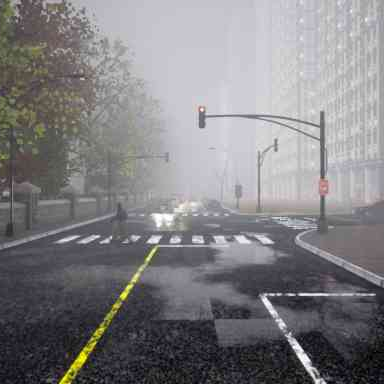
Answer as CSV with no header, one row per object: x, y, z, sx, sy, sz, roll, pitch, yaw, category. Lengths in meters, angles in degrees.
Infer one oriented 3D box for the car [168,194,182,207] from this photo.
-2.954,1.504,49.270,1.882,1.535,5.008,0,0,0,car

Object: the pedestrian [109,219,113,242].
-3.488,1.675,15.350,0.500,1.100,0.500,0,0,0,pedestrian

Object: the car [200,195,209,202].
2.904,1.501,76.573,1.967,1.590,4.097,0,0,0,car

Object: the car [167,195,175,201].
-5.446,1.625,87.860,1.887,1.381,4.507,0,0,0,car

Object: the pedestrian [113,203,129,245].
-3.025,1.297,14.151,0.375,1.860,0.375,0,0,0,pedestrian

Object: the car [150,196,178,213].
-2.995,1.508,36.877,2.128,1.511,4.902,0,0,0,car

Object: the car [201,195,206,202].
2.841,1.597,54.043,1.947,1.339,4.313,0,0,0,car

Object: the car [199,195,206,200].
2.950,1.641,93.469,2.008,1.369,4.403,0,0,0,car

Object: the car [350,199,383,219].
14.880,1.262,25.956,4.674,1.442,1.812,-1,0,0,car

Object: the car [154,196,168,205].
-5.523,1.477,59.699,1.967,1.590,4.097,0,0,0,car

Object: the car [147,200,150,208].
-5.555,1.607,48.433,1.802,1.307,4.206,0,0,0,car

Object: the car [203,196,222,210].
2.810,1.586,42.778,1.947,1.339,4.313,0,0,0,car

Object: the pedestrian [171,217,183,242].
-0.618,1.676,14.742,0.500,1.100,0.500,0,0,0,pedestrian

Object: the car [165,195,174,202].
-5.460,1.510,82.227,1.967,1.590,4.097,0,0,0,car

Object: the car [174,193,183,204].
-2.877,1.265,63.089,2.150,2.045,5.566,0,0,1,car

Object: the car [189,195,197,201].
0.222,1.441,80.071,1.837,1.490,4.892,0,0,0,car

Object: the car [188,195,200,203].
0.194,1.638,70.101,1.895,1.301,4.718,0,0,0,car

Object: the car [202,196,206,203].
2.825,1.591,48.410,1.947,1.339,4.313,0,0,0,car

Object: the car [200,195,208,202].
2.920,1.510,82.204,1.967,1.590,4.097,0,0,0,car

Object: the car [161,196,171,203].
-5.492,1.577,70.794,1.752,1.417,4.829,0,0,0,car
